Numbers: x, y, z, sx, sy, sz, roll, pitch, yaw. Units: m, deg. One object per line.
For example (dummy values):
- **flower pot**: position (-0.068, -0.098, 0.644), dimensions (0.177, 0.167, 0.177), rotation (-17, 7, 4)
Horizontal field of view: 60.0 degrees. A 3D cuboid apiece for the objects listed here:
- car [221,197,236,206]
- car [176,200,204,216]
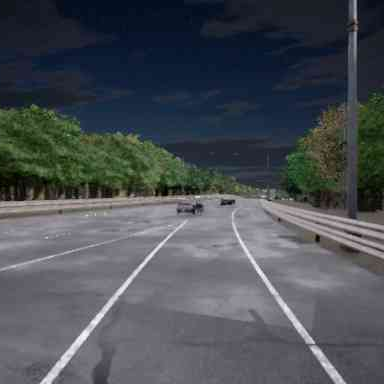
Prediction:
- **car**: position (6.022, 1.506, 55.135), dimensions (1.882, 1.535, 5.008), rotation (0, 0, 16)
- **car**: position (-0.114, 1.494, 33.315), dimensions (2.128, 1.511, 4.902), rotation (0, 0, 16)
